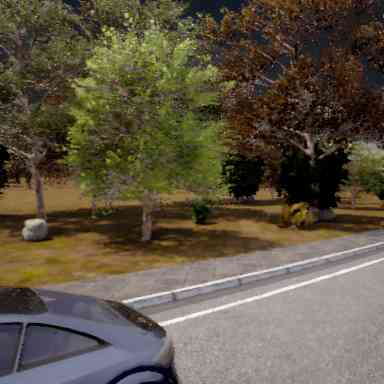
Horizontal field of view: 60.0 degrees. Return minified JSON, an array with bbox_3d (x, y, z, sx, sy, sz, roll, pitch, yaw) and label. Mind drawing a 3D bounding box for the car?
[{"bbox_3d":[-2.136,1.573,2.582,4.181,1.385,1.994,0,0,-36],"label":"car"}]
